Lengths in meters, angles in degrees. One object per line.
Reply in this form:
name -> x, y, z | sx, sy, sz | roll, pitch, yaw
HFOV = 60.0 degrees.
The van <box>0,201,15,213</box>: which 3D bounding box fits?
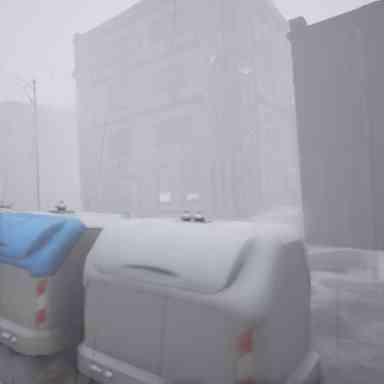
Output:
van -> -7.853, 1.323, 11.034 | 1.878, 1.987, 4.442 | 0, 0, 35
